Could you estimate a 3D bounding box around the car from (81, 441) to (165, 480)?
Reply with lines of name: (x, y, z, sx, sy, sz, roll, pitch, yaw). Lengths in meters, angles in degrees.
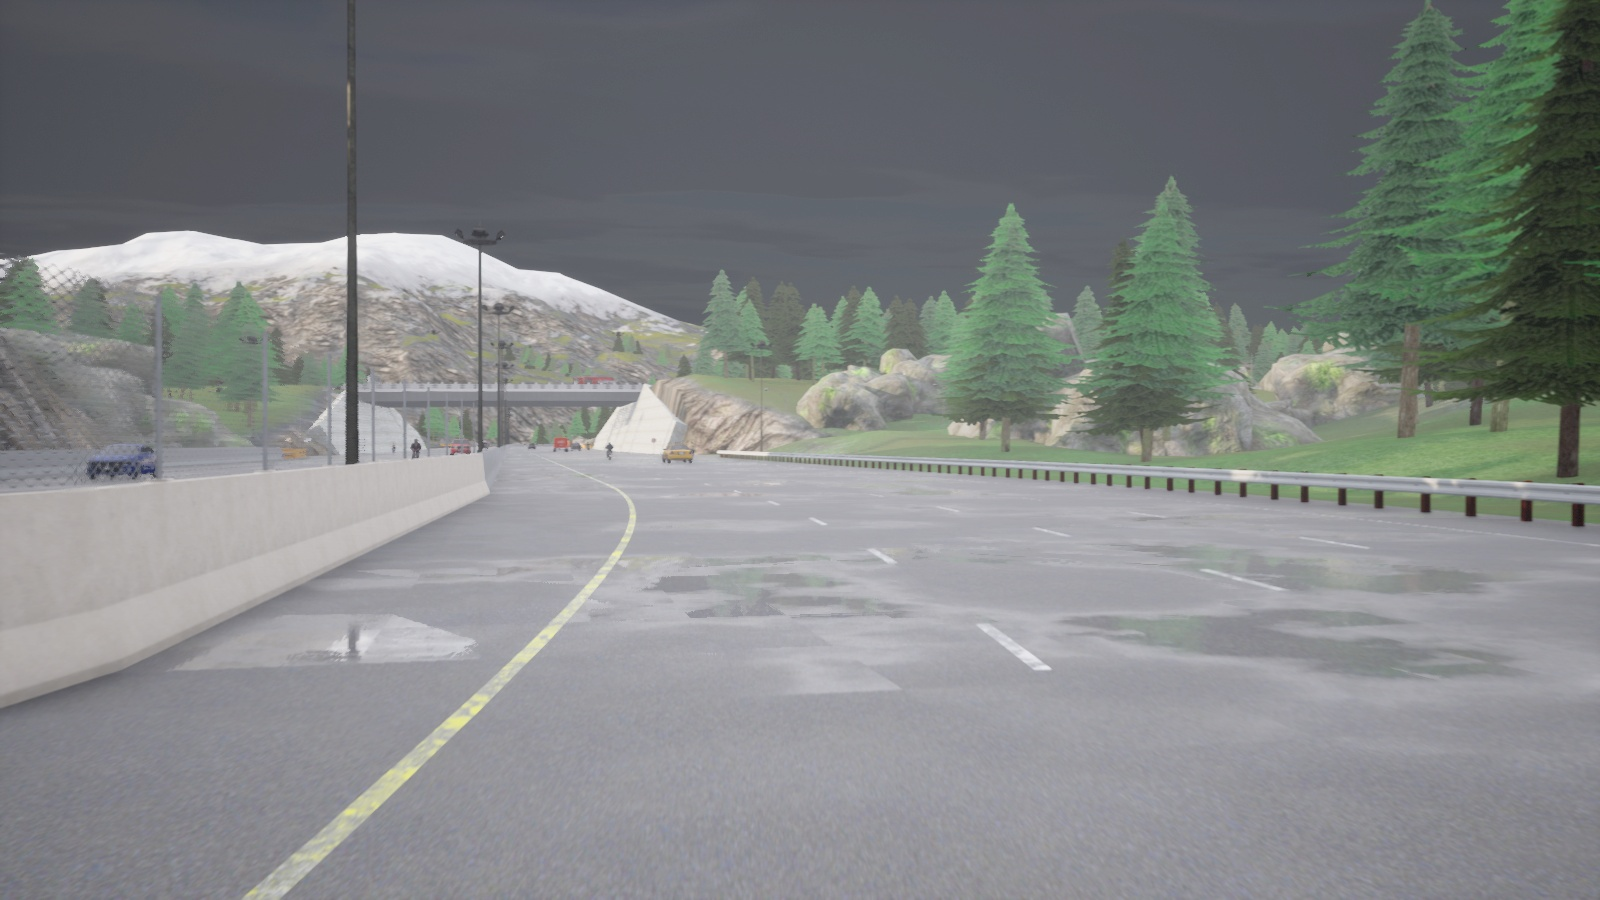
car: (-28.528, 0.409, 53.099, 1.882, 1.535, 5.008, 0, 0, -13)

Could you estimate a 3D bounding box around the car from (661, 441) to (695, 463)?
car: (-9.064, 0.156, 93.145, 1.801, 1.575, 5.366, 0, 0, -13)
